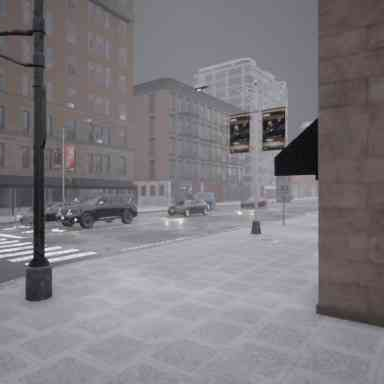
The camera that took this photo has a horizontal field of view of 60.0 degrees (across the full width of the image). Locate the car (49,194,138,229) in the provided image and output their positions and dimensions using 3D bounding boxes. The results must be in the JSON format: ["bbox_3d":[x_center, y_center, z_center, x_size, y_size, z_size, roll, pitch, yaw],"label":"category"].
[{"bbox_3d":[-6.045,1.161,21.888,2.150,2.045,5.566,0,0,35],"label":"car"}]

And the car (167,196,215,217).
[{"bbox_3d":[-0.261,1.402,30.055,1.837,1.490,4.892,0,0,35],"label":"car"}]

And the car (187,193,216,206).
[{"bbox_3d":[0.504,1.099,36.752,2.150,2.045,5.566,0,0,35],"label":"car"}]

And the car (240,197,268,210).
[{"bbox_3d":[7.716,1.316,41.282,1.882,1.535,5.008,0,1,36],"label":"car"}]

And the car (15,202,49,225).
[{"bbox_3d":[-9.431,1.440,22.732,2.128,1.511,4.902,0,0,35],"label":"car"}]
